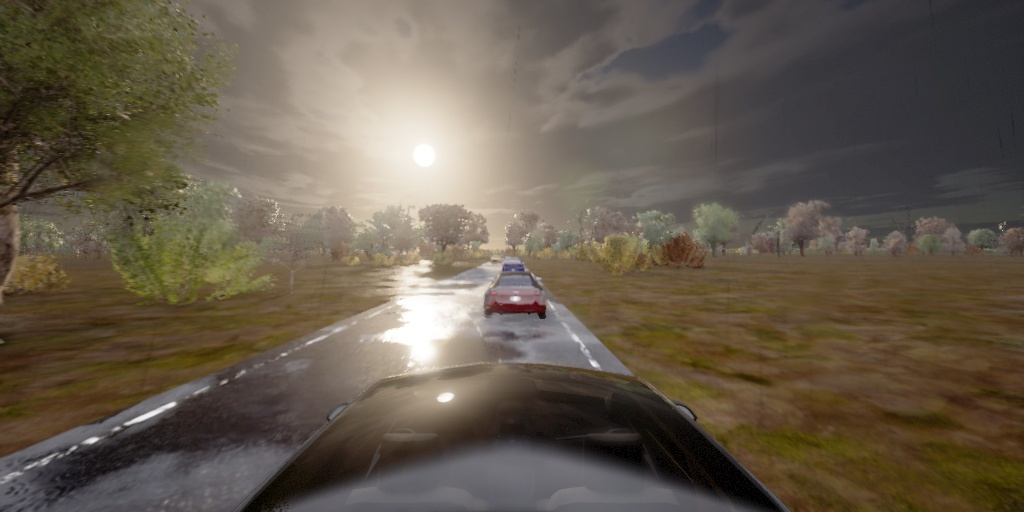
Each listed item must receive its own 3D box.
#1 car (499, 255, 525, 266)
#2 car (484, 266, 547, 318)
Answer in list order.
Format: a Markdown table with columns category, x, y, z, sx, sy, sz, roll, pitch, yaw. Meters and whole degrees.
| category | x | y | z | sx | sy | sz | roll | pitch | yaw |
| --- | --- | --- | --- | --- | --- | --- | --- | --- | --- |
| car | 0.103 | 0.950 | 31.295 | 1.882 | 1.535 | 5.008 | 0 | 1 | 0 |
| car | 0.102 | 1.215 | 12.562 | 1.994 | 1.385 | 4.181 | 0 | 1 | 0 |
